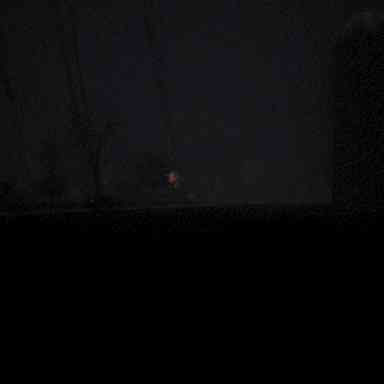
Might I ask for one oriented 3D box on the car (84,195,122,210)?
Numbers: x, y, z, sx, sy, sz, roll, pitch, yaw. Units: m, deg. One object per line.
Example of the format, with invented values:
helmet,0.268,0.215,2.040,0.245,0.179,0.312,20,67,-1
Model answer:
car,-12.353,1.428,46.347,2.150,2.045,5.566,1,0,36
